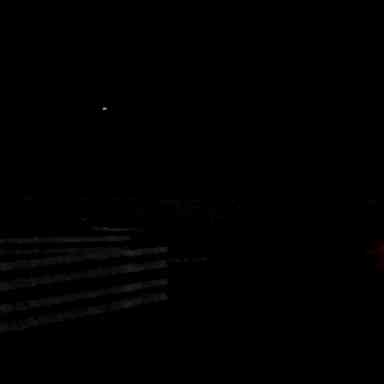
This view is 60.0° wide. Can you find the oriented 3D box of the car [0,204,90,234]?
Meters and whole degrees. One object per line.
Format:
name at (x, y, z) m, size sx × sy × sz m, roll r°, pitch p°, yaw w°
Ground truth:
car at (-7.923, 1.407, 17.956) m, size 4.674 × 1.442 × 1.812 m, roll 1°, pitch 0°, yaw -15°
